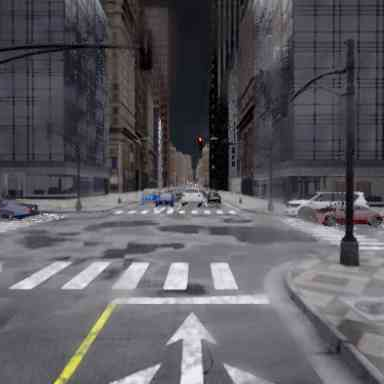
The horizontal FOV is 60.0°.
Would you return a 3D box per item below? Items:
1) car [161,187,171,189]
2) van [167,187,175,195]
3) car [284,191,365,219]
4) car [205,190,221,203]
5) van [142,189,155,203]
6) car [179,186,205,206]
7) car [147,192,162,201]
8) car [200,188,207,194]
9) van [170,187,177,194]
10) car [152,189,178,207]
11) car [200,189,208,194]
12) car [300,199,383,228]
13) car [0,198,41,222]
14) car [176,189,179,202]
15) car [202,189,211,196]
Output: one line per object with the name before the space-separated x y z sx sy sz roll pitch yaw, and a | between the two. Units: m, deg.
car | -5.512 0.283 61.186 1.967 1.590 4.097 0 1 0
van | -5.358 -0.277 83.774 1.690 1.788 3.998 0 1 0
car | 9.425 0.961 23.458 5.566 2.045 2.150 1 1 0
car | 2.898 0.741 44.188 1.947 1.339 4.313 0 1 0
van | -5.627 0.516 44.241 1.690 1.788 3.998 0 1 0
car | 0.092 0.506 38.559 2.150 2.045 5.566 0 1 3
car | -5.589 0.647 49.893 1.802 1.307 4.206 0 1 0
car | 3.242 -0.302 95.018 2.008 1.369 4.403 0 1 0
van | -5.281 -0.512 95.068 1.690 1.788 3.998 0 1 0
car | -2.914 0.795 36.744 1.882 1.535 5.008 0 1 0
car | 3.204 -0.153 89.371 1.802 1.307 4.206 0 1 0
car | 9.071 1.348 19.983 4.181 1.385 1.994 1 1 -5
car | -12.189 1.041 20.338 5.357 1.411 2.033 1 1 0
car | -2.832 0.691 46.703 1.994 1.385 4.181 0 1 1
car | 3.089 0.160 72.427 1.887 1.381 4.507 0 1 0
